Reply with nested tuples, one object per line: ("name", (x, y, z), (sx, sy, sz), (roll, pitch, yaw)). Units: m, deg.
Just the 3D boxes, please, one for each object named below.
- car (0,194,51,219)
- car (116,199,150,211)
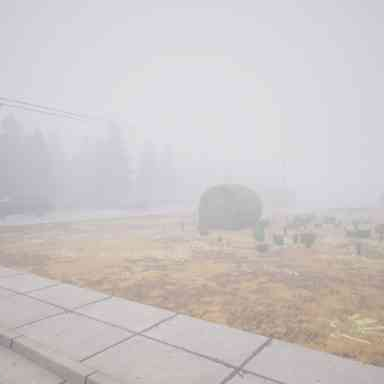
("car", (-15.513, 1.248, 29.733), (2.150, 2.045, 5.566), (0, 0, 36))
("car", (-7.207, 1.553, 40.961), (1.812, 1.442, 4.674), (0, 0, 36))
